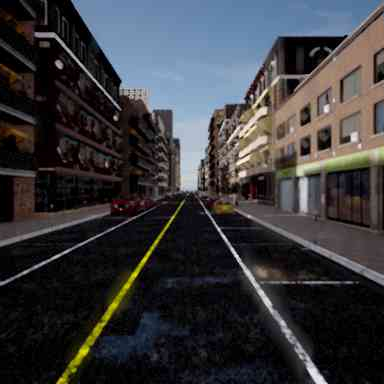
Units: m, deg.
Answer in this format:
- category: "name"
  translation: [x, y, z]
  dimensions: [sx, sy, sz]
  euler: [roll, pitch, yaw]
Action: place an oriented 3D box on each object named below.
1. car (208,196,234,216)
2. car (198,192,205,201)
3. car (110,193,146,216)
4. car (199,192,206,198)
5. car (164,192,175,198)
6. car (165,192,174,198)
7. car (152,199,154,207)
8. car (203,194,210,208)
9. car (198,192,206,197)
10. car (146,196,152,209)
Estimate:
- category: "car"
  translation: [2.678, 1.265, 29.395]
  dimensions: [1.752, 1.417, 4.829]
  euler: [0, 1, 0]
- category: "car"
  translation: [2.663, 0.990, 63.041]
  dimensions: [2.008, 1.369, 4.403]
  euler: [0, 1, 0]
- category: "car"
  translation: [-5.701, 1.057, 29.224]
  dimensions: [2.192, 1.841, 5.009]
  euler: [0, 1, 0]
- category: "car"
  translation: [2.653, 0.760, 85.755]
  dimensions: [1.752, 1.417, 4.829]
  euler: [0, 1, 0]
- category: "car"
  translation: [-5.725, 0.838, 79.949]
  dimensions: [2.008, 1.369, 4.403]
  euler: [0, 1, 0]
- category: "car"
  translation: [-5.728, 0.787, 85.586]
  dimensions: [2.008, 1.369, 4.403]
  euler: [0, 1, 0]
- category: "car"
  translation: [-5.707, 1.186, 40.498]
  dimensions: [1.887, 1.381, 4.507]
  euler: [0, 1, 0]
- category: "car"
  translation: [2.673, 1.186, 40.498]
  dimensions: [1.887, 1.381, 4.507]
  euler: [0, 1, 0]
- category: "car"
  translation: [2.650, 0.751, 91.222]
  dimensions: [1.947, 1.339, 4.313]
  euler: [0, 1, 0]
- category: "car"
  translation: [-5.704, 1.132, 34.860]
  dimensions: [1.967, 1.590, 4.097]
  euler: [0, 1, 0]
